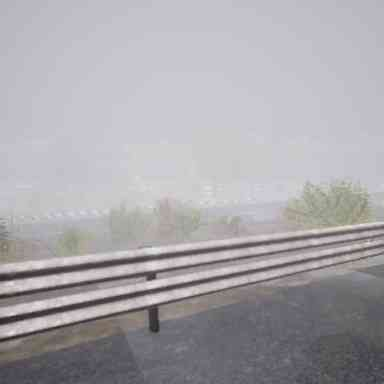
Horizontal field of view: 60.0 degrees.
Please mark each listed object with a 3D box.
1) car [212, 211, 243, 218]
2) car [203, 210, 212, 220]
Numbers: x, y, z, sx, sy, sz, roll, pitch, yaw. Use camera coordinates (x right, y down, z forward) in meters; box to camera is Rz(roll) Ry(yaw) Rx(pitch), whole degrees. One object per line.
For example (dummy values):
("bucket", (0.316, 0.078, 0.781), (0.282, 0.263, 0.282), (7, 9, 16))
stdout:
("car", (6.114, 4.039, 53.694), (4.553, 1.767, 2.097), (-4, 3, -21))
("car", (4.793, 3.965, 56.935), (4.553, 1.767, 2.097), (-4, 3, -21))
